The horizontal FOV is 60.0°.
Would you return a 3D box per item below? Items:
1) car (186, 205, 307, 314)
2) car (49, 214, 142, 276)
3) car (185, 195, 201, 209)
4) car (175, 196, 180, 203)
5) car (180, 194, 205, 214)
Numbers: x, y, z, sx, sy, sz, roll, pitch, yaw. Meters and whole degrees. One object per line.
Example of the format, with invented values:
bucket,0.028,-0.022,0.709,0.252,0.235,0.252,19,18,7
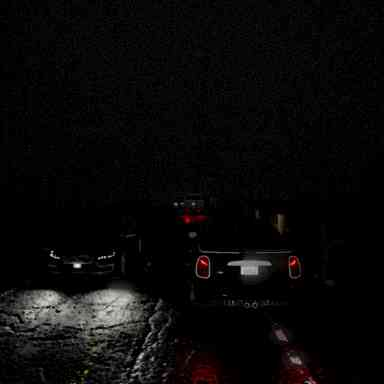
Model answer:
car,0.981,1.349,7.760,2.097,1.767,4.553,0,0,0
car,-2.727,1.502,10.357,1.837,1.490,4.892,0,0,0
car,0.133,1.364,46.319,2.097,1.767,4.553,0,0,0
car,-2.570,1.538,69.424,1.837,1.490,4.892,0,0,0
car,0.167,1.226,35.822,2.150,2.045,5.566,0,0,0
